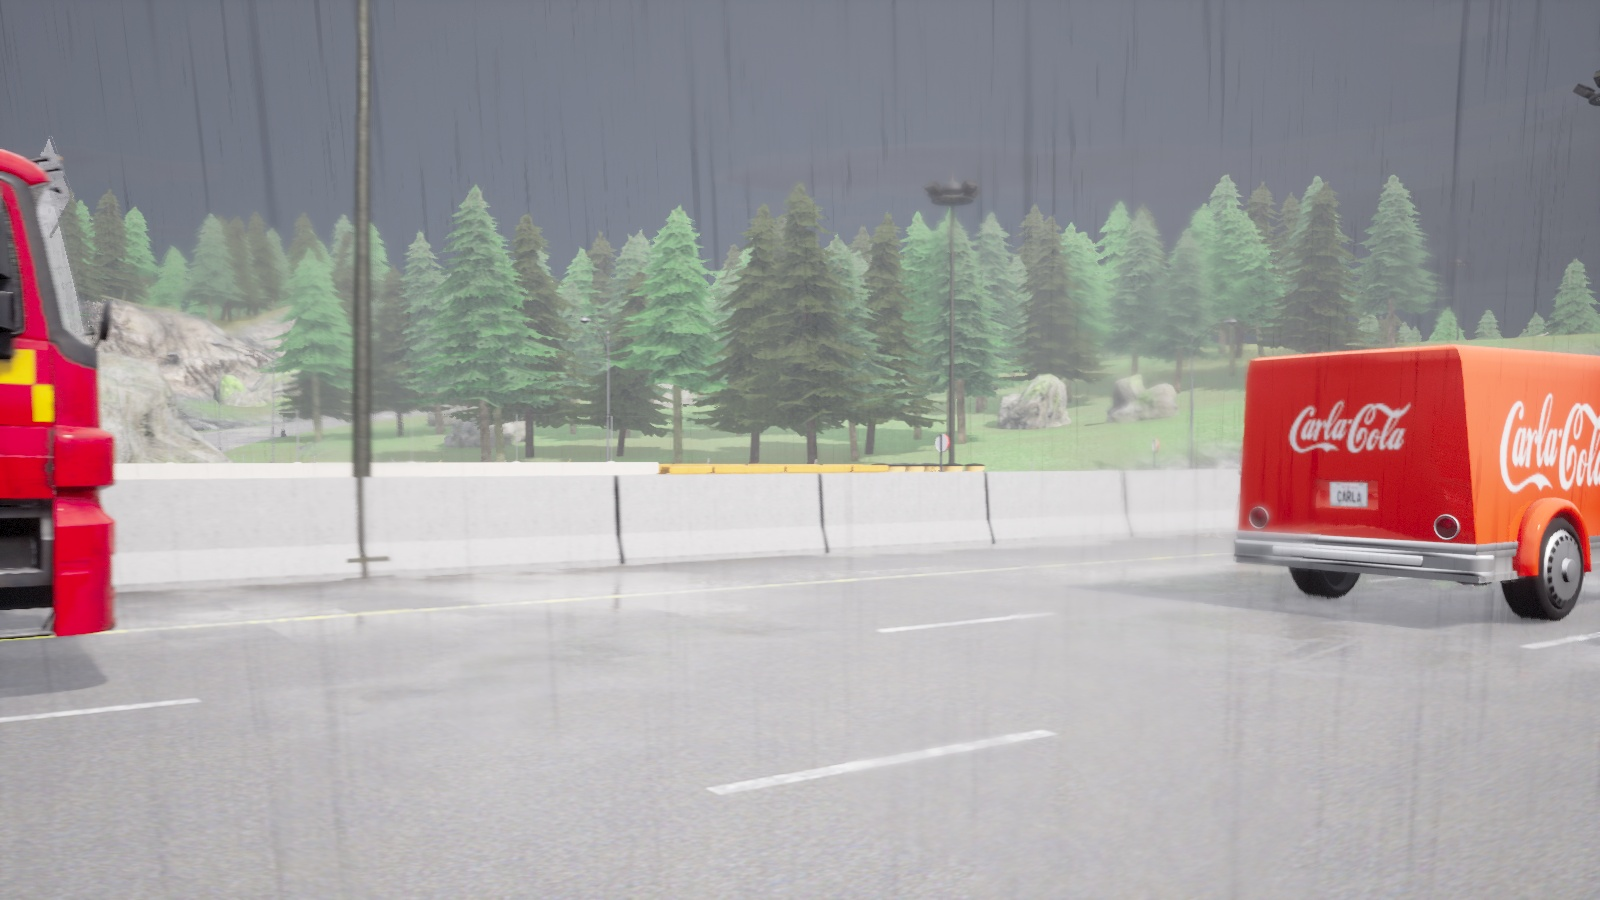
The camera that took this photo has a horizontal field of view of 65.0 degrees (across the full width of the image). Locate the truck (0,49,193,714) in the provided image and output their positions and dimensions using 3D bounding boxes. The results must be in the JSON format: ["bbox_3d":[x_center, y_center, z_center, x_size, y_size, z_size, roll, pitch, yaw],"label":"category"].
[{"bbox_3d":[-8.075,-0.387,6.571,8.468,3.827,2.891,0,0,-35],"label":"truck"}]

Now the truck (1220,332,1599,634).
[{"bbox_3d":[7.046,0.275,12.829,5.204,2.467,2.627,0,0,-35],"label":"truck"}]
